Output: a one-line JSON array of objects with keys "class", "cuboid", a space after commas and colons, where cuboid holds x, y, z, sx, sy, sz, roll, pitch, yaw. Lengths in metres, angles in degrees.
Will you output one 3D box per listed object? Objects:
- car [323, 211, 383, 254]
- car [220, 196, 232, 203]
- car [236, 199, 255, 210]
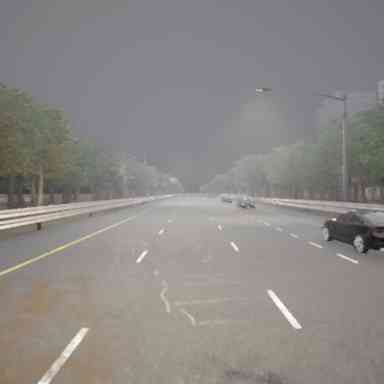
[{"class": "car", "cuboid": [7.006, 1.495, 13.528, 1.882, 1.535, 5.008, 0, 0, 0]}, {"class": "car", "cuboid": [7.087, 1.564, 68.952, 1.812, 1.442, 4.674, 0, 0, 0]}, {"class": "car", "cuboid": [7.022, 1.611, 44.004, 1.895, 1.301, 4.718, 0, 0, 0]}]
